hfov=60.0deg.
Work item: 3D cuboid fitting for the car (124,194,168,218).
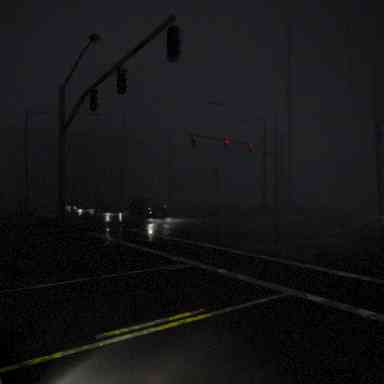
[{"bbox_3d":[-4.054,1.352,30.447,2.097,1.767,4.553,0,0,-36],"label":"car"}]

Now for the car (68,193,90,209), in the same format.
[{"bbox_3d":[-15.569,1.221,46.641,2.150,2.045,5.566,0,0,-33],"label":"car"}]

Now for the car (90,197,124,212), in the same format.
[{"bbox_3d":[-9.832,1.526,38.456,1.812,1.442,4.674,0,0,-36],"label":"car"}]

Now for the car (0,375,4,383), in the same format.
[{"bbox_3d":[-3.664,1.547,1.195,5.357,1.411,2.033,0,0,-35],"label":"car"}]

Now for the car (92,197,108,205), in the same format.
[{"bbox_3d":[-16.617,1.601,60.242,1.895,1.301,4.718,0,0,-3],"label":"car"}]

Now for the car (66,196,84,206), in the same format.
[{"bbox_3d":[-19.602,1.492,56.030,2.128,1.511,4.902,0,0,-10],"label":"car"}]
